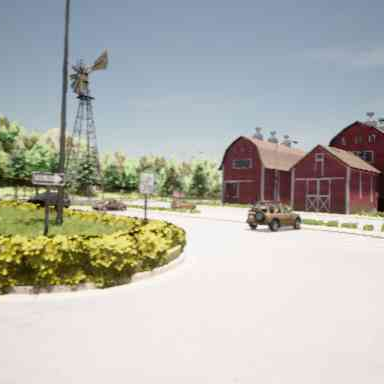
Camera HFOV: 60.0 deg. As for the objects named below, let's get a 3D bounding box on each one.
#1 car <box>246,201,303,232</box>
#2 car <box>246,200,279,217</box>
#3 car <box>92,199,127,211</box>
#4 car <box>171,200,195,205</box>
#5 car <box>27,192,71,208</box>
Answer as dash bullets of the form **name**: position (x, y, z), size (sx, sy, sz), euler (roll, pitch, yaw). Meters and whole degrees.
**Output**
- **car**: position (5.805, 1.720, 23.268), size (4.605, 1.855, 1.932), euler (2, -1, -43)
- **car**: position (8.472, 1.964, 39.771), size (3.866, 1.878, 1.905), euler (2, -1, -43)
- **car**: position (-9.730, 1.557, 39.518), size (3.905, 1.438, 1.784), euler (2, -1, -43)
- **car**: position (-1.183, 1.919, 49.201), size (4.193, 1.474, 1.816), euler (2, -1, -43)
- **car**: position (-16.026, 1.025, 37.227), size (5.566, 2.045, 2.150), euler (2, -1, 28)
